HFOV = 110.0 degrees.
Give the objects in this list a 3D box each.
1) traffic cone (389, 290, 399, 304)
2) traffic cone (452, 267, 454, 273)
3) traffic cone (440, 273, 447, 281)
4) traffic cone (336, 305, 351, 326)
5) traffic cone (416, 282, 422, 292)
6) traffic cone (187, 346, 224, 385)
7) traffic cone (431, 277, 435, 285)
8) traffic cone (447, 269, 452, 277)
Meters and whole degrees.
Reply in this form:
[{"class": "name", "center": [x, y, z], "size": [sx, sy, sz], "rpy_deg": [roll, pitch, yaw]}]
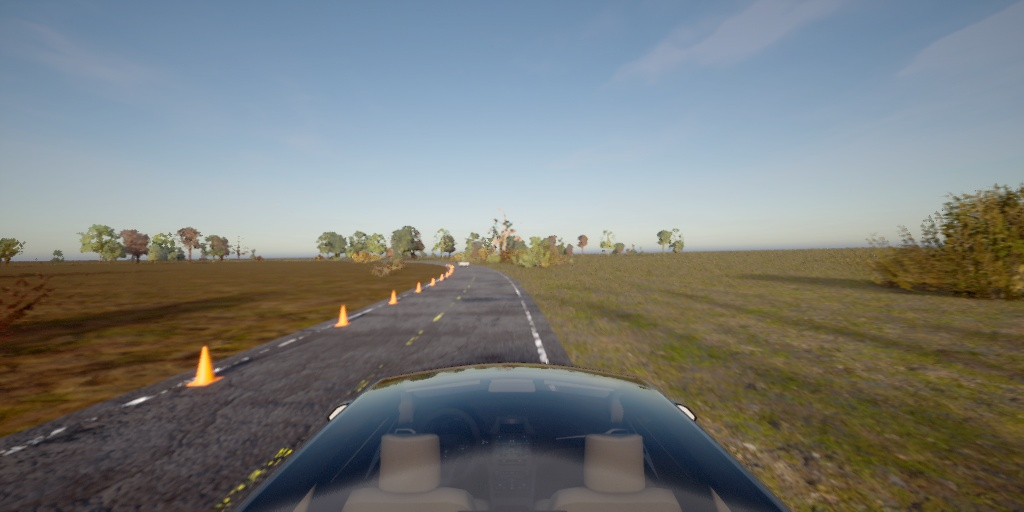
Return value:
[{"class": "traffic cone", "center": [-5.233, 1.793, 15.880], "size": [0.340, 0.580, 0.340], "rpy_deg": [0, 0, -2]}, {"class": "traffic cone", "center": [-6.960, 1.820, 40.578], "size": [0.340, 0.580, 0.340], "rpy_deg": [0, 0, -6]}, {"class": "traffic cone", "center": [-6.011, 1.806, 30.718], "size": [0.340, 0.580, 0.340], "rpy_deg": [0, 0, -5]}, {"class": "traffic cone", "center": [-5.126, 1.790, 10.909], "size": [0.340, 0.580, 0.340], "rpy_deg": [0, 0, -1]}, {"class": "traffic cone", "center": [-5.406, 1.796, 20.831], "size": [0.340, 0.580, 0.340], "rpy_deg": [0, 0, -3]}, {"class": "traffic cone", "center": [-5.070, 1.788, 5.936], "size": [0.340, 0.580, 0.340], "rpy_deg": [0, 0, 0]}, {"class": "traffic cone", "center": [-5.666, 1.800, 25.777], "size": [0.340, 0.580, 0.340], "rpy_deg": [0, 0, -4]}, {"class": "traffic cone", "center": [-6.442, 1.812, 35.652], "size": [0.340, 0.580, 0.340], "rpy_deg": [0, 0, -6]}]
